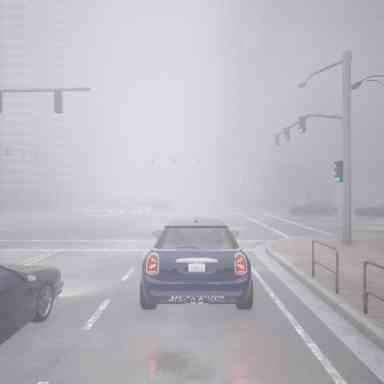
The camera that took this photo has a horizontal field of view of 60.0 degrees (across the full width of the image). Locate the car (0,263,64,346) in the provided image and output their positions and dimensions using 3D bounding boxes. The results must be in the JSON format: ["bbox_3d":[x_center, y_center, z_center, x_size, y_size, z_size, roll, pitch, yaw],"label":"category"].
[{"bbox_3d":[-3.414,1.547,4.142,2.033,1.411,5.357,0,0,-1],"label":"car"}]

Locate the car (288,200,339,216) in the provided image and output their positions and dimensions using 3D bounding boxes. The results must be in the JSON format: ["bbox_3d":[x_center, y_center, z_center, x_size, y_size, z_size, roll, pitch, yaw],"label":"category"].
[{"bbox_3d":[11.708,1.526,32.177,4.674,1.442,1.812,0,0,1],"label":"car"}]

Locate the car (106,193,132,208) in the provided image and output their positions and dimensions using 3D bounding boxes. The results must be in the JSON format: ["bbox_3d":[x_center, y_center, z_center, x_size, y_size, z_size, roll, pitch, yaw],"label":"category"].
[{"bbox_3d":[-10.519,1.352,48.143,2.097,1.767,4.553,0,0,0],"label":"car"}]

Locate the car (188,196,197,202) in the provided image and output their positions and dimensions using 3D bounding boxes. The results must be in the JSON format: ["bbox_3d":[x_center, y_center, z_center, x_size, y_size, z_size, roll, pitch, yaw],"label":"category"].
[{"bbox_3d":[0.123,1.553,72.632,1.994,1.385,4.181,0,0,0],"label":"car"}]

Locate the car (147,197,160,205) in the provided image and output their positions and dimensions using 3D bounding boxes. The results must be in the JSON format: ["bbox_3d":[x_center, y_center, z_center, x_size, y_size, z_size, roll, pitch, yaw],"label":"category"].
[{"bbox_3d":[-6.972,1.601,60.367,1.895,1.301,4.718,0,0,0],"label":"car"}]

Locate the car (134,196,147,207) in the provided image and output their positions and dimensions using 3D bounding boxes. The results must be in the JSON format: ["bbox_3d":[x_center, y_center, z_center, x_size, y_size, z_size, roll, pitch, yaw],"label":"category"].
[{"bbox_3d":[-7.013,1.564,50.406,1.994,1.385,4.181,0,0,0],"label":"car"}]

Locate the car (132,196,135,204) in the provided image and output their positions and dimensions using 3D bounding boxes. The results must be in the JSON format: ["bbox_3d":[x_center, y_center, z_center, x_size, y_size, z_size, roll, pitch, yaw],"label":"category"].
[{"bbox_3d":[-10.481,1.505,58.088,1.837,1.490,4.892,0,0,0],"label":"car"}]

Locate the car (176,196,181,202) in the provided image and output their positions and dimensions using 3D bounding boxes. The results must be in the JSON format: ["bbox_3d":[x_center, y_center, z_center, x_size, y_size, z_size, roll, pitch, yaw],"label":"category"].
[{"bbox_3d":[-3.383,1.465,72.231,2.033,1.411,5.357,0,0,0],"label":"car"}]

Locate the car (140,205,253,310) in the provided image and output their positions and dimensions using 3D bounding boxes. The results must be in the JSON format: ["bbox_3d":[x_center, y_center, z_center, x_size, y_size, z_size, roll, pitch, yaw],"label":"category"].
[{"bbox_3d":[0.092,1.352,8.000,2.097,1.767,4.553,0,0,0],"label":"car"}]

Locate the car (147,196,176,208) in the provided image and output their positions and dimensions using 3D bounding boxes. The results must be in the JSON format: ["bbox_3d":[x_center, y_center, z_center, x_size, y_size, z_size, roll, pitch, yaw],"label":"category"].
[{"bbox_3d":[-3.621,1.477,40.230,1.882,1.535,5.008,1,0,7],"label":"car"}]

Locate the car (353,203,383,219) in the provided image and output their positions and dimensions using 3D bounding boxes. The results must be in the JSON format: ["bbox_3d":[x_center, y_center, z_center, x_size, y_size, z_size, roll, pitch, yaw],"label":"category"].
[{"bbox_3d":[16.502,1.601,28.634,4.718,1.301,1.895,0,0,1],"label":"car"}]
